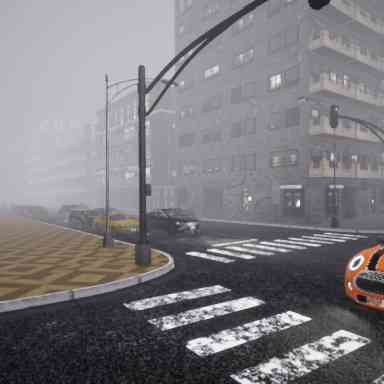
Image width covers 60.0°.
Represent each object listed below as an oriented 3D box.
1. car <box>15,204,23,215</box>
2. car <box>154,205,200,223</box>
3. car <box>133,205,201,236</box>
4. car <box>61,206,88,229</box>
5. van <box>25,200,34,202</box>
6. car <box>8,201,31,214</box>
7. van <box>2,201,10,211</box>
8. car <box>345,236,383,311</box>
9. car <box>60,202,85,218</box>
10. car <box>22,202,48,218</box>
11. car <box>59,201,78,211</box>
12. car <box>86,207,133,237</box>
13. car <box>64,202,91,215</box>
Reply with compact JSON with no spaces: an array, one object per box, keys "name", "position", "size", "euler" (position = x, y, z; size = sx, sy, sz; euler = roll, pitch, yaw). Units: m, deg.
[{"name":"car","position":[-21.585,2.393,43.710],"size":[1.802,1.307,4.206],"euler":[-2,0,-36]},{"name":"car","position":[-1.441,1.916,30.453],"size":[2.008,1.369,4.403],"euler":[-2,0,-36]},{"name":"car","position":[-1.413,1.775,20.654],"size":[2.128,1.511,4.902],"euler":[-1,-1,-36]},{"name":"car","position":[-8.192,2.002,25.488],"size":[1.947,1.339,4.313],"euler":[-2,0,-36]},{"name":"van","position":[-41.631,2.832,85.120],"size":[1.690,1.788,3.998],"euler":[-2,0,-36]},{"name":"car","position":[-24.935,2.449,48.266],"size":[1.887,1.381,4.507],"euler":[-2,0,-36]},{"name":"van","position":[-31.638,2.433,57.377],"size":[1.690,1.788,3.998],"euler":[-2,0,-36]},{"name":"car","position":[5.327,1.410,7.208],"size":[4.553,1.767,2.097],"euler":[-1,0,-36]},{"name":"car","position":[-13.230,2.118,36.754],"size":[1.837,1.490,4.892],"euler":[-1,-1,-36]},{"name":"car","position":[-18.237,2.262,39.155],"size":[1.887,1.381,4.507],"euler":[-2,0,-36]},{"name":"car","position":[-21.536,2.367,57.786],"size":[1.967,1.590,4.097],"euler":[-2,0,-36]},{"name":"car","position":[-4.744,1.865,20.796],"size":[1.752,1.417,4.829],"euler":[-2,0,-36]},{"name":"car","position":[-15.686,2.218,45.479],"size":[2.128,1.511,4.902],"euler":[-1,-1,-36]}]
